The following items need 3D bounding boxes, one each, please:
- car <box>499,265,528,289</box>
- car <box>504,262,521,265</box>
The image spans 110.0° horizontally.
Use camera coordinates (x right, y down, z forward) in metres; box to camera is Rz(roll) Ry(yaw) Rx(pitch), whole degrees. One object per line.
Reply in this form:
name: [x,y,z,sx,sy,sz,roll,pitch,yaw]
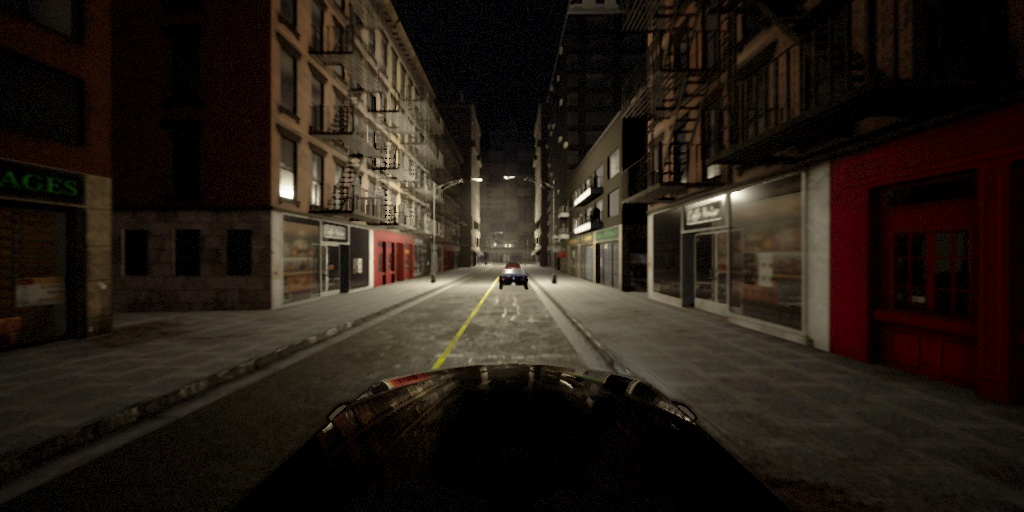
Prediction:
car: [0.097,1.468,24.530,1.895,1.301,4.718,0,0,0]
car: [0.096,1.421,43.313,1.882,1.535,5.008,0,0,0]
